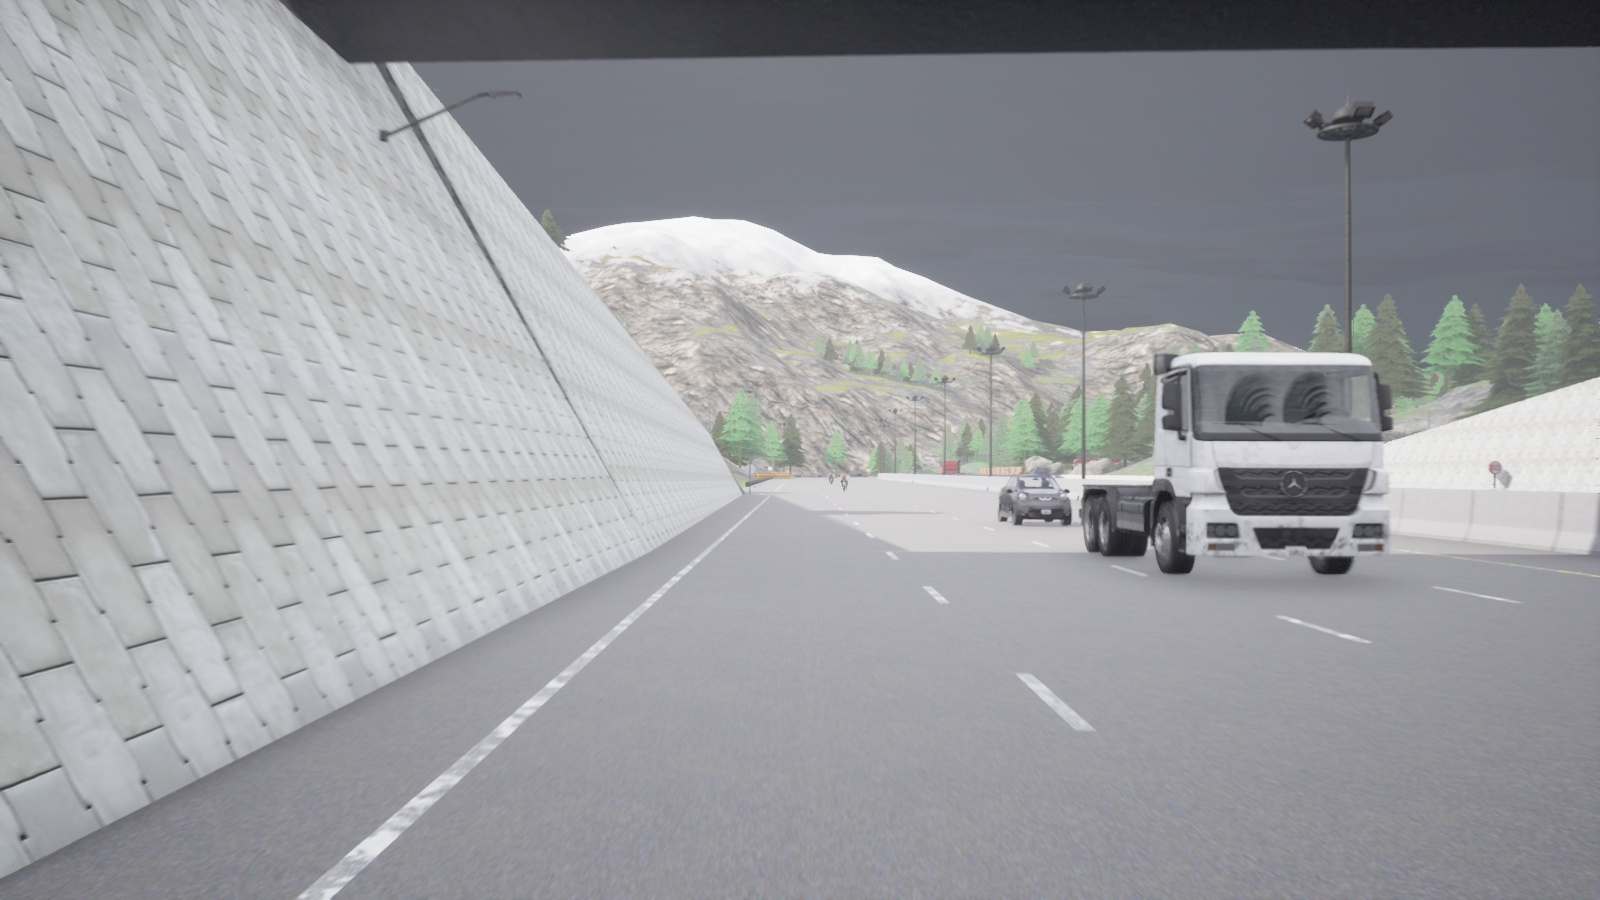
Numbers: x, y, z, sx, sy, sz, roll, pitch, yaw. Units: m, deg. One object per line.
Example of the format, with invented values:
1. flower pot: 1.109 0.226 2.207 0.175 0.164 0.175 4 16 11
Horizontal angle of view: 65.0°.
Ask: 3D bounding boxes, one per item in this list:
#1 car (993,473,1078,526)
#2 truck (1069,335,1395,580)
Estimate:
1. car: 6.955 1.425 37.377 1.845 1.501 3.633 0 -1 0
2. truck: 6.968 0.168 21.776 2.891 3.462 7.936 0 -1 0
